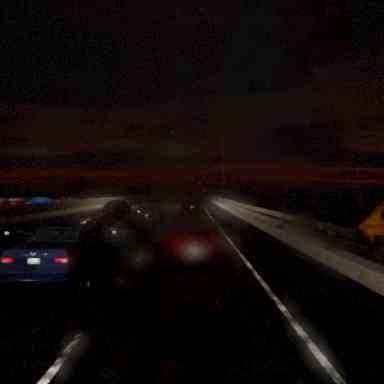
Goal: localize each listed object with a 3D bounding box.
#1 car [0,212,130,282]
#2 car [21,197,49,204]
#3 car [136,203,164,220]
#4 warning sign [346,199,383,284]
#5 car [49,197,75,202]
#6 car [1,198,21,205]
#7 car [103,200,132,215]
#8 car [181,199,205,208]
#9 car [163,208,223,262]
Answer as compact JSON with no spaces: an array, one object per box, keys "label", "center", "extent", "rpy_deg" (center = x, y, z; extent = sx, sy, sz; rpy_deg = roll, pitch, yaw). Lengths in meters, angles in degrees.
[{"label":"car","center":[-3.436,1.549,9.767],"extent":[2.033,1.411,5.357],"rpy_deg":[0,0,0]},{"label":"car","center":[-21.088,1.469,45.898],"extent":[1.882,1.535,5.008],"rpy_deg":[0,0,0]},{"label":"car","center":[-3.424,1.600,27.967],"extent":[1.895,1.301,4.718],"rpy_deg":[0,0,0]},{"label":"warning sign","center":[4.557,1.117,7.889],"extent":[1.300,1.860,1.060],"rpy_deg":[1,1,0]},{"label":"car","center":[-17.590,1.498,46.217],"extent":[1.837,1.490,4.892],"rpy_deg":[0,0,0]},{"label":"car","center":[-24.583,1.556,46.061],"extent":[1.994,1.385,4.181],"rpy_deg":[0,0,0]},{"label":"car","center":[-6.917,1.476,31.184],"extent":[1.882,1.535,5.008],"rpy_deg":[0,0,0]},{"label":"car","center":[0.078,1.351,29.283],"extent":[2.097,1.767,4.553],"rpy_deg":[0,0,0]},{"label":"car","center":[0.075,1.528,11.946],"extent":[1.812,1.442,4.674],"rpy_deg":[0,0,0]}]
